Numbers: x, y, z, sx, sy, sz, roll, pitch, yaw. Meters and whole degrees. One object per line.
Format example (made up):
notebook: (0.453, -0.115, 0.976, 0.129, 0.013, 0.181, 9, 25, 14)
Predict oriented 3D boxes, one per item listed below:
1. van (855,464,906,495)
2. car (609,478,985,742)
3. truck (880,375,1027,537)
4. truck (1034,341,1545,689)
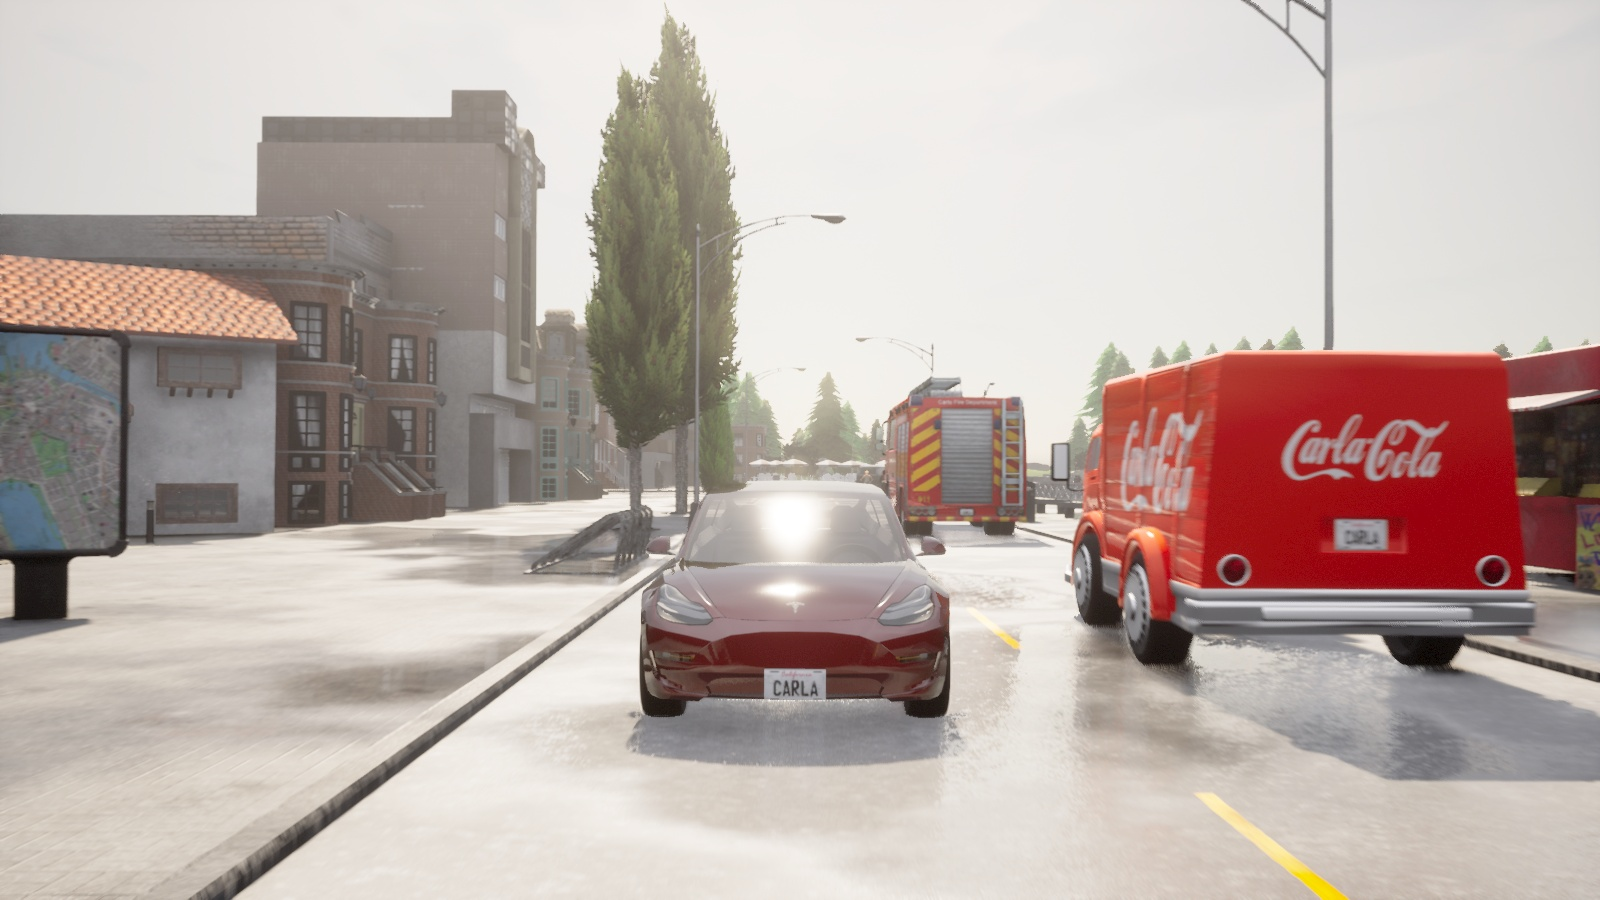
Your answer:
van: (5.273, 1.919, 81.979, 1.775, 1.987, 4.442, -1, -1, 25)
car: (-0.025, 0.976, 9.656, 2.163, 1.488, 4.792, 0, -1, 0)
truck: (3.907, 0.204, 33.999, 2.891, 3.827, 8.468, 0, -1, 0)
truck: (3.967, 0.505, 11.543, 2.627, 2.467, 5.204, 0, -1, 0)
